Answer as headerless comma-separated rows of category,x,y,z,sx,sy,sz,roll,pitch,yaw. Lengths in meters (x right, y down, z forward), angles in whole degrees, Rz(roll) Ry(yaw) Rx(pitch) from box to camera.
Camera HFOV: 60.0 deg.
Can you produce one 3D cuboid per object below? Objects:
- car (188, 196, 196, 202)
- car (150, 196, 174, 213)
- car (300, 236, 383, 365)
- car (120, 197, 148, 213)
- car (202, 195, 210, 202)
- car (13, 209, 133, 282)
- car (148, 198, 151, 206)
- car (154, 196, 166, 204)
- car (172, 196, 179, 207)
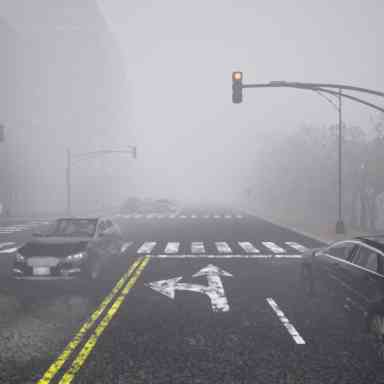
car,0.008,1.628,78.446,1.895,1.301,4.718,0,0,0
car,-3.335,1.531,37.830,1.812,1.442,4.674,0,0,-1
car,3.350,1.491,5.650,2.128,1.511,4.902,0,0,0
car,-6.598,1.357,37.026,2.097,1.767,4.553,0,0,0
car,3.257,1.511,78.516,1.882,1.535,5.008,0,0,0
car,-3.352,1.491,9.859,2.128,1.511,4.902,0,0,0
car,-6.592,1.559,50.849,2.033,1.411,5.357,0,0,0
car,-6.509,1.571,67.922,2.033,1.411,5.357,0,0,0
car,-3.341,1.574,49.410,1.994,1.385,4.181,0,0,0
